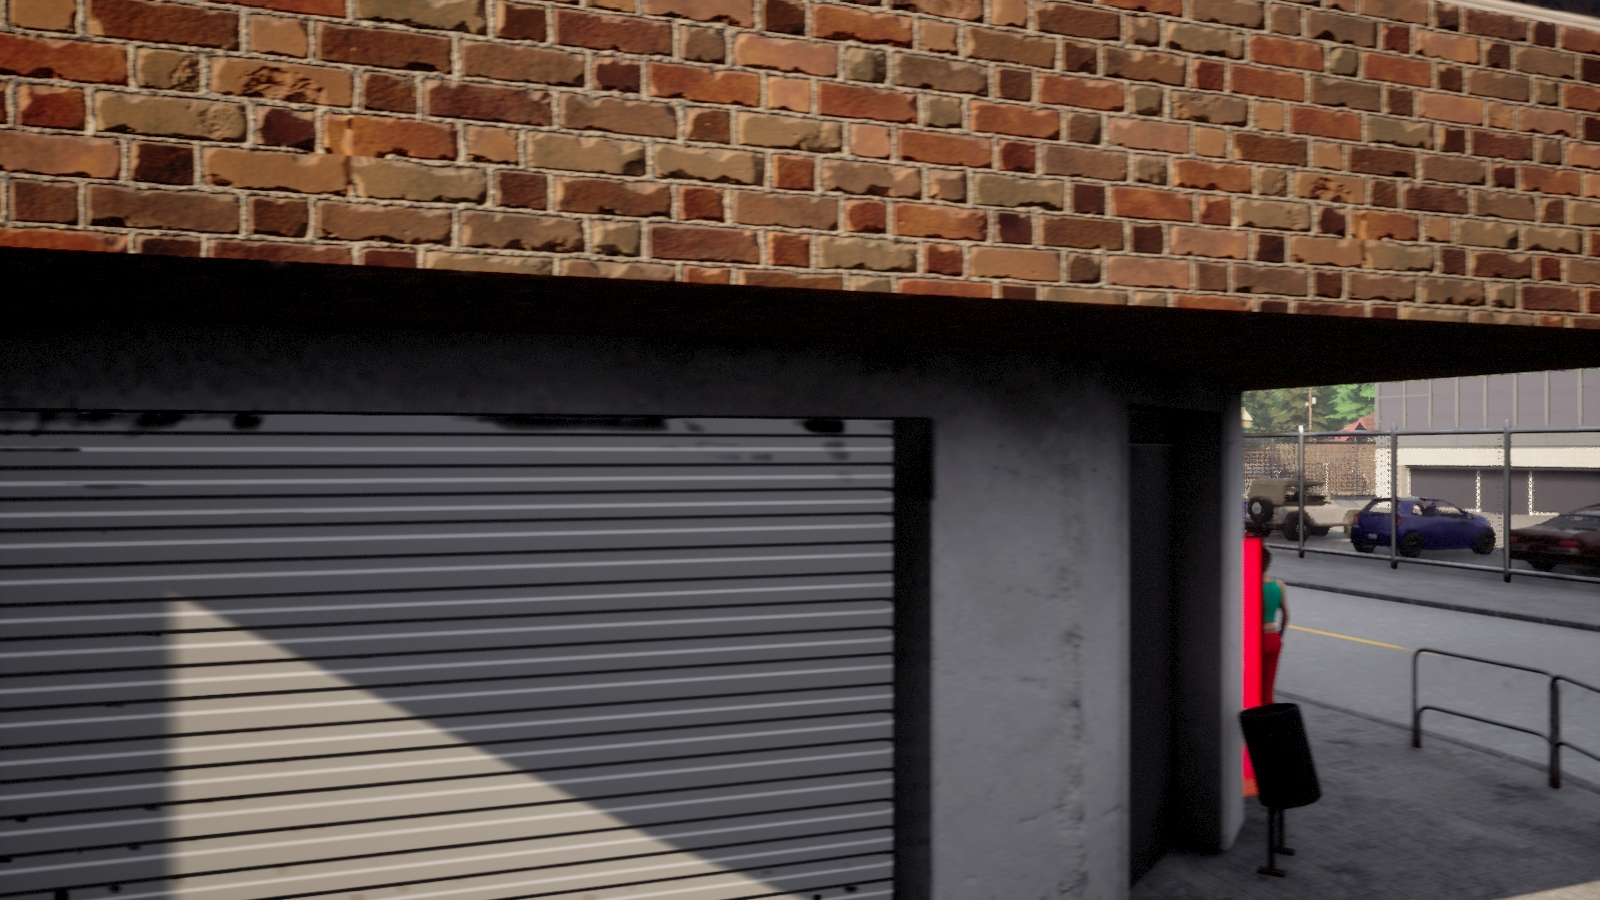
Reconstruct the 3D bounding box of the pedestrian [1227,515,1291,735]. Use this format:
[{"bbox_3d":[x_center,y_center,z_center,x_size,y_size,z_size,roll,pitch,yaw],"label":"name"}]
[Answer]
[{"bbox_3d":[4.021,1.516,10.011,0.375,1.860,0.375,0,0,-11],"label":"pedestrian"}]
